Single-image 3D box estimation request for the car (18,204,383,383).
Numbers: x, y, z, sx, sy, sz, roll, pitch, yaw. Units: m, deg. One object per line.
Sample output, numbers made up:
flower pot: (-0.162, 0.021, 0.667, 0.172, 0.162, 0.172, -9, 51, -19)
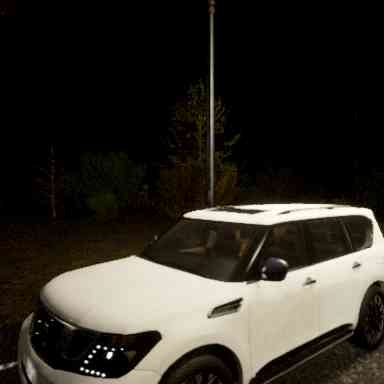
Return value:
car: (0.761, 1.221, 4.618, 5.566, 2.045, 2.150, 0, 0, -38)
